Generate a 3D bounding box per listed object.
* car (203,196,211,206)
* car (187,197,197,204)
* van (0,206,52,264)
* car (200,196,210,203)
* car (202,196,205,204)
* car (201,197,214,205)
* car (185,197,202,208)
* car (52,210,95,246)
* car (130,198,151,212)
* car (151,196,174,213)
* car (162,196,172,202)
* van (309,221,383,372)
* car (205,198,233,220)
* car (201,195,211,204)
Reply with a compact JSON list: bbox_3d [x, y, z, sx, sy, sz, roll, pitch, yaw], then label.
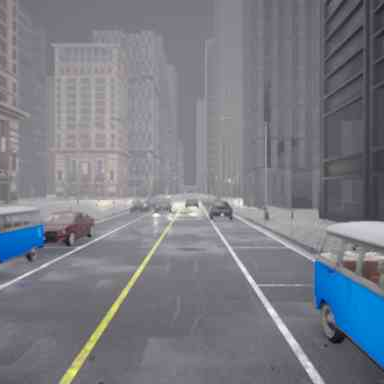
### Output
[{"bbox_3d":[2.759,1.569,43.363,1.947,1.339,4.313,0,0,0],"label":"car"},{"bbox_3d":[-0.001,1.594,62.705,1.895,1.301,4.718,0,0,0],"label":"car"},{"bbox_3d":[-5.766,1.343,9.516,1.690,1.788,3.998,0,0,0],"label":"van"},{"bbox_3d":[2.759,1.537,71.568,2.008,1.369,4.403,0,0,0],"label":"car"},{"bbox_3d":[2.759,1.524,54.815,1.752,1.417,4.829,0,0,0],"label":"car"},{"bbox_3d":[2.759,1.546,60.285,2.008,1.369,4.403,0,0,0],"label":"car"},{"bbox_3d":[0.008,1.494,47.254,2.128,1.511,4.902,0,0,0],"label":"car"},{"bbox_3d":[-5.765,1.548,15.157,1.887,1.381,4.507,0,0,0],"label":"car"},{"bbox_3d":[-5.766,1.445,37.720,1.967,1.590,4.097,0,0,0],"label":"car"},{"bbox_3d":[-3.095,1.510,36.899,1.837,1.490,4.892,0,0,0],"label":"car"},{"bbox_3d":[-5.767,1.533,77.207,2.008,1.369,4.403,0,0,0],"label":"car"},{"bbox_3d":[2.759,1.342,3.879,1.690,1.788,3.998,0,0,0],"label":"van"},{"bbox_3d":[2.354,1.509,28.178,1.837,1.490,4.892,0,0,0],"label":"car"},{"bbox_3d":[2.759,1.431,65.927,1.967,1.590,4.097,0,0,0],"label":"car"}]
